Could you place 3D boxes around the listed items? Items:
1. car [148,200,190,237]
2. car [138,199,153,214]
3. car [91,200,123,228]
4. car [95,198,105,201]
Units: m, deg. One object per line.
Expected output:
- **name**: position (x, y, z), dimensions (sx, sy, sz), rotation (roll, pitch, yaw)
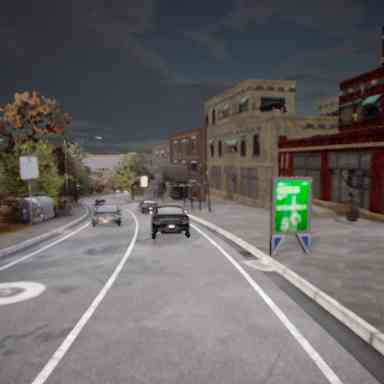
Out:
- **car**: position (-1.249, 1.447, 17.854), dimensions (1.882, 1.535, 5.008), rotation (-1, 0, -7)
- **car**: position (-4.731, 1.499, 35.704), dimensions (1.812, 1.442, 4.674), rotation (-2, 0, -14)
- **car**: position (-5.751, 1.561, 22.858), dimensions (1.812, 1.442, 4.674), rotation (-1, 0, -10)
- **car**: position (-17.123, 1.764, 62.212), dimensions (2.033, 1.411, 5.357), rotation (-2, 0, -19)
